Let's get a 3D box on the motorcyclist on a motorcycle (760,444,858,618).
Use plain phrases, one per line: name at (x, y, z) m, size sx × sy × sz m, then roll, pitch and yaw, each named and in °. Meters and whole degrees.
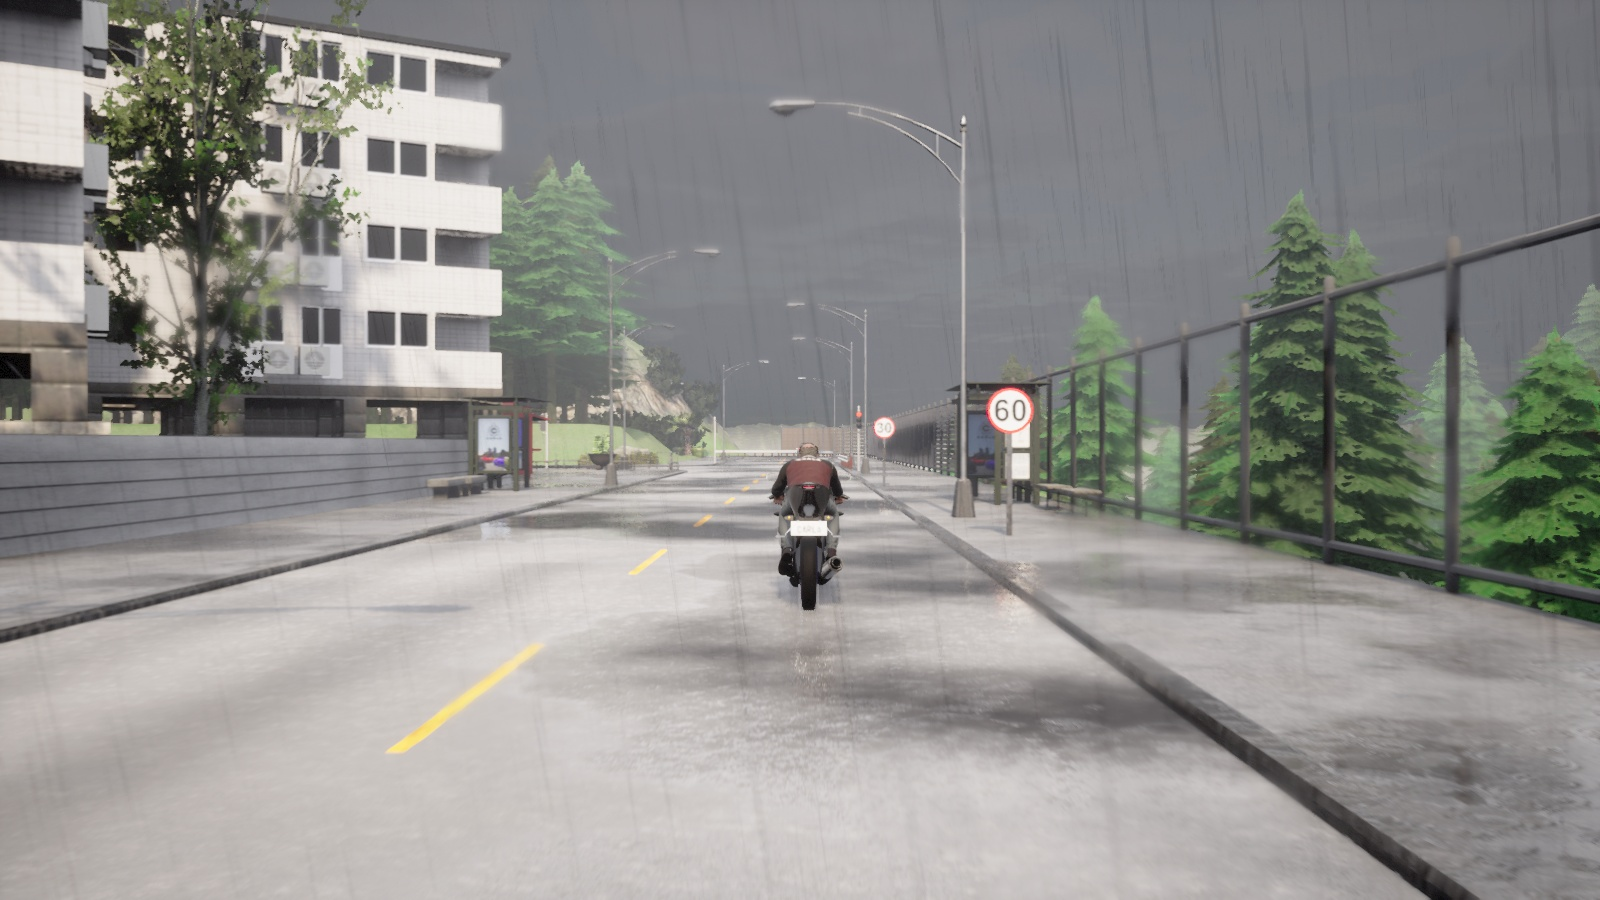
motorcyclist on a motorcycle at (0.084, 0.713, 12.179) m, size 0.866 × 1.530 × 2.191 m, roll 0°, pitch 0°, yaw 0°
